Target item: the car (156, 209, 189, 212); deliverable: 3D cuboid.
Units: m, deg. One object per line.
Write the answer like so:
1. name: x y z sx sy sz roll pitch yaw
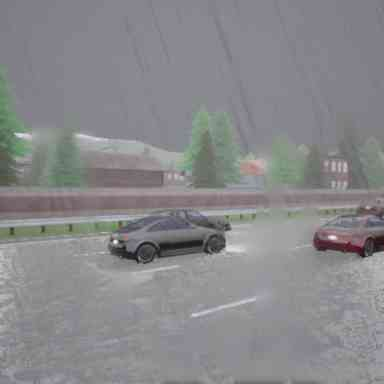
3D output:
1. car: -0.560 1.532 16.245 5.357 1.411 2.033 0 0 -36

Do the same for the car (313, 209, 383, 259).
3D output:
1. car: 6.515 1.542 12.695 4.181 1.385 1.994 0 0 -36

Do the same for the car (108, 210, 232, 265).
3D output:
1. car: -0.807 1.554 11.770 4.181 1.385 1.994 0 0 -35

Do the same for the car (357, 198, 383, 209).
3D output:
1. car: 15.866 1.301 27.964 4.553 1.767 2.097 0 0 -35
